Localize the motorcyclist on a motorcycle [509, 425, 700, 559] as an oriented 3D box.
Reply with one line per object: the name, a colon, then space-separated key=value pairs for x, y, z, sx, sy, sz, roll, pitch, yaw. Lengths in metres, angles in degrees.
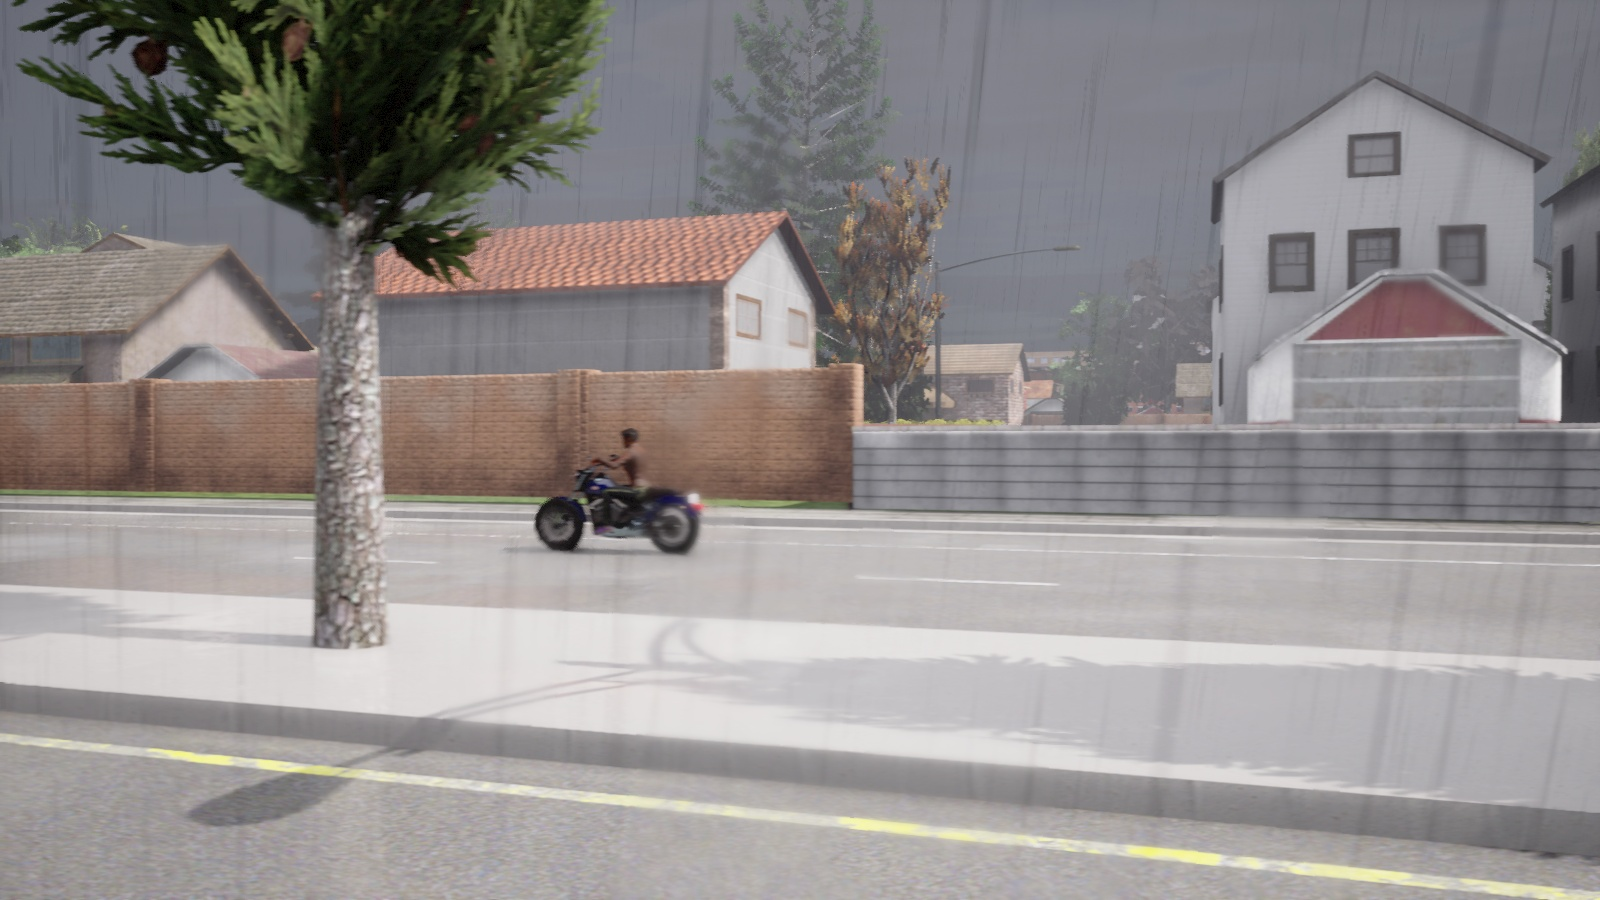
motorcyclist on a motorcycle: x=-2.517 y=0.509 z=16.167 sx=2.350 sy=1.649 sz=0.766 roll=0 pitch=1 yaw=19
